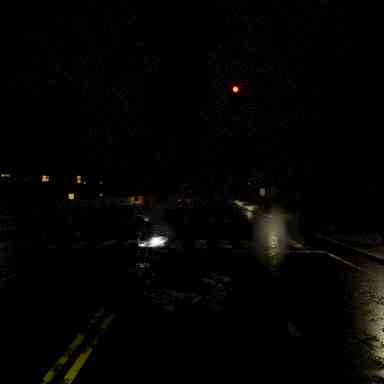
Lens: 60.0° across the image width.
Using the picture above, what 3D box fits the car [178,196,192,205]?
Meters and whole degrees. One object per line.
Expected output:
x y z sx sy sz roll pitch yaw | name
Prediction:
-1.220 1.446 59.080 2.097 1.767 4.553 0 0 4 | car

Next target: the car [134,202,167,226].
-2.881 1.522 23.988 2.128 1.511 4.902 0 0 2 | car
